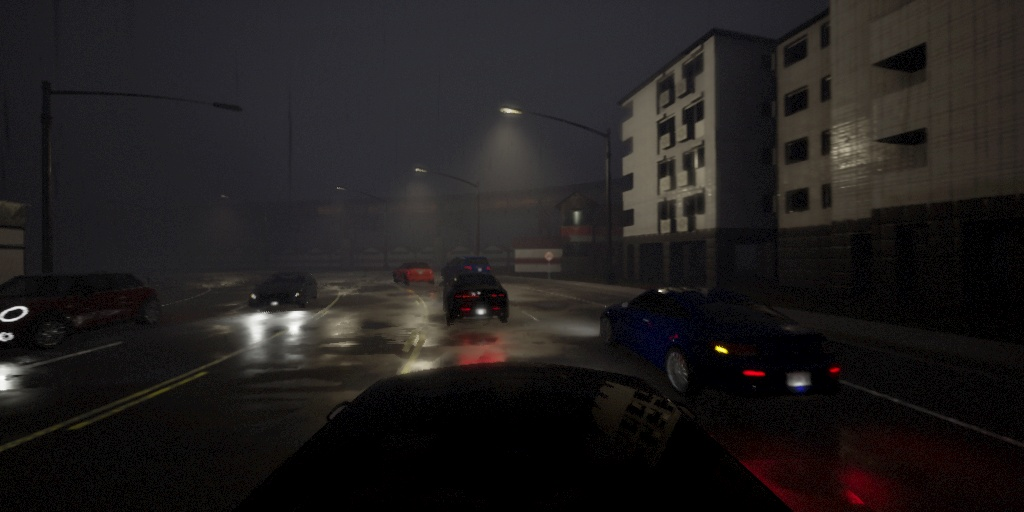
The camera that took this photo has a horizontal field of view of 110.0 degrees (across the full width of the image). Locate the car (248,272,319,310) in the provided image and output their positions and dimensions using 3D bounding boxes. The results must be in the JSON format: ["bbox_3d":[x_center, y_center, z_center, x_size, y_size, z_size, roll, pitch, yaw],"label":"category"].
[{"bbox_3d":[-9.864,1.411,15.934,2.033,1.411,5.357,0,0,-21],"label":"car"}]

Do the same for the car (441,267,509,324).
[{"bbox_3d":[-1.356,1.288,12.194,1.837,1.490,4.892,0,0,-12],"label":"car"}]

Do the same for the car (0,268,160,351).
[{"bbox_3d":[-11.579,1.216,9.109,2.097,1.767,4.553,-1,0,-13],"label":"car"}]

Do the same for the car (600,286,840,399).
[{"bbox_3d":[3.110,1.258,6.448,1.812,1.442,4.674,0,0,-5],"label":"car"}]

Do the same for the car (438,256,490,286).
[{"bbox_3d":[-3.559,1.055,27.410,2.150,2.045,5.566,0,0,-29],"label":"car"}]

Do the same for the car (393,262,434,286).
[{"bbox_3d":[-7.513,1.218,27.049,2.097,1.767,4.553,-1,0,-31],"label":"car"}]
